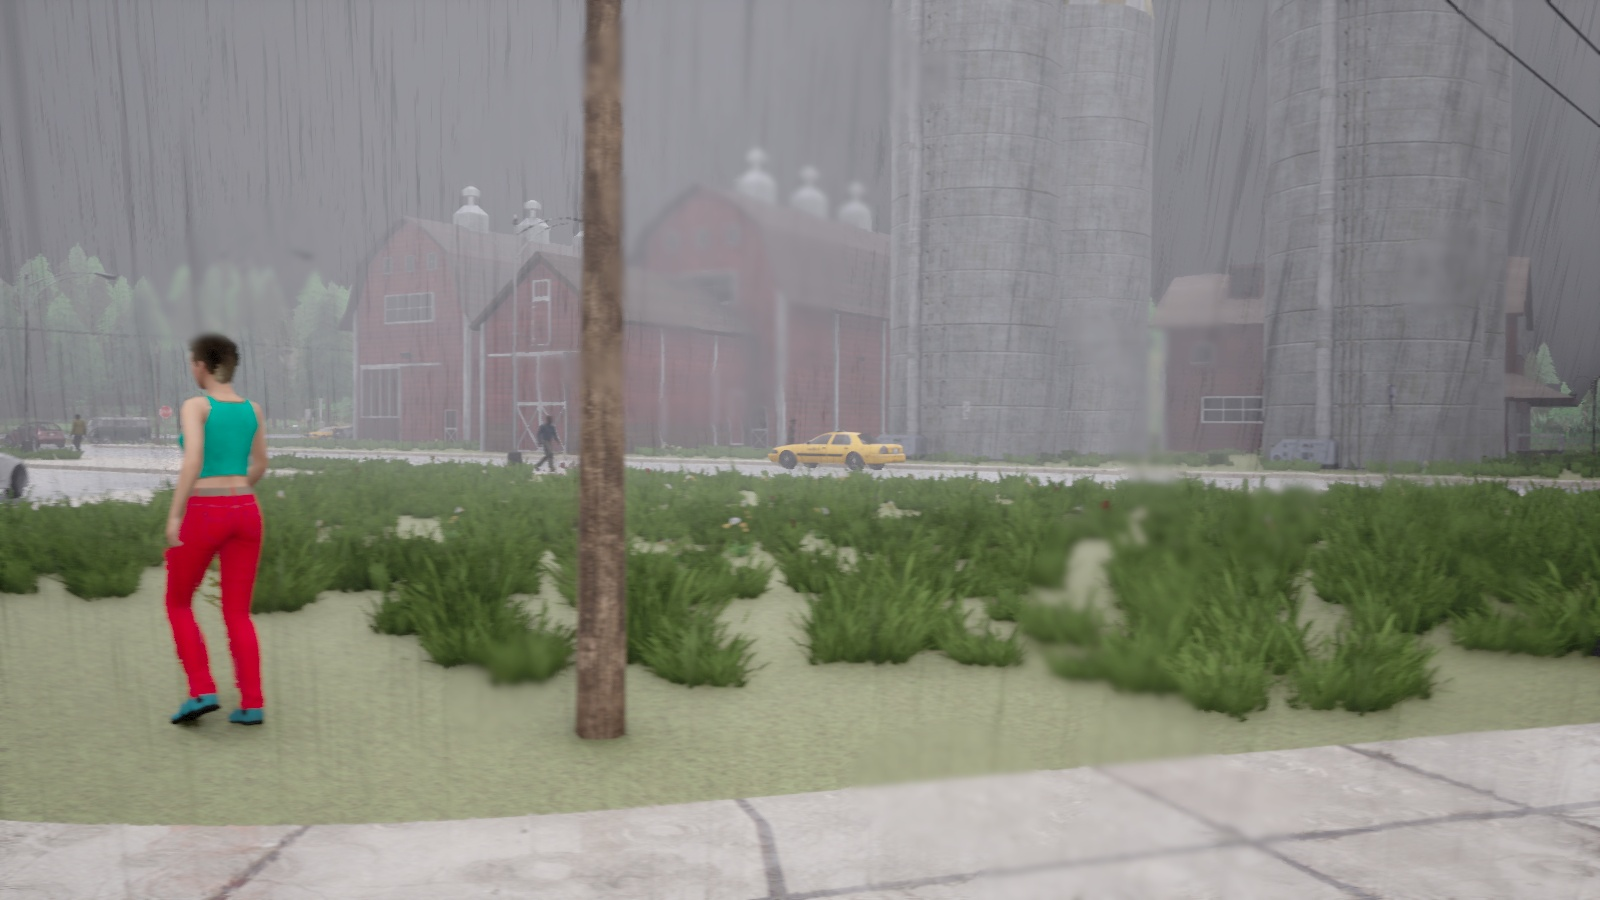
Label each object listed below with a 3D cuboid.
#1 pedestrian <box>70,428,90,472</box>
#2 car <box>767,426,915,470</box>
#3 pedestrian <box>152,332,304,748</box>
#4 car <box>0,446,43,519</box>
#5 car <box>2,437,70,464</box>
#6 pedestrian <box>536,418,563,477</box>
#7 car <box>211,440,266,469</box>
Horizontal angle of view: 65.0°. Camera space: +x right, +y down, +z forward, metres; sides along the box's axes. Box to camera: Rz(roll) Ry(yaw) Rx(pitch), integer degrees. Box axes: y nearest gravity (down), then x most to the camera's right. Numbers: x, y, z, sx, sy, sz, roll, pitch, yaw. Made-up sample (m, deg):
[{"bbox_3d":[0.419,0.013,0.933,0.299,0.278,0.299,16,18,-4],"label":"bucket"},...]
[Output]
[{"bbox_3d":[-30.513,-0.006,53.227,0.709,1.840,0.431,0,1,37],"label":"pedestrian"},{"bbox_3d":[1.504,-0.072,47.274,5.366,1.575,1.801,0,1,32],"label":"car"},{"bbox_3d":[-2.664,0.397,5.846,0.594,1.836,0.345,0,1,33],"label":"pedestrian"},{"bbox_3d":[-16.909,0.680,24.560,1.812,1.442,4.674,-1,1,-7],"label":"car"},{"bbox_3d":[-47.466,0.038,77.997,3.988,1.617,1.851,0,1,30],"label":"car"},{"bbox_3d":[-7.797,-0.077,39.041,0.726,1.835,0.370,0,1,31],"label":"pedestrian"},{"bbox_3d":[-27.431,0.206,61.354,2.207,1.376,1.481,-1,1,32],"label":"car"}]
